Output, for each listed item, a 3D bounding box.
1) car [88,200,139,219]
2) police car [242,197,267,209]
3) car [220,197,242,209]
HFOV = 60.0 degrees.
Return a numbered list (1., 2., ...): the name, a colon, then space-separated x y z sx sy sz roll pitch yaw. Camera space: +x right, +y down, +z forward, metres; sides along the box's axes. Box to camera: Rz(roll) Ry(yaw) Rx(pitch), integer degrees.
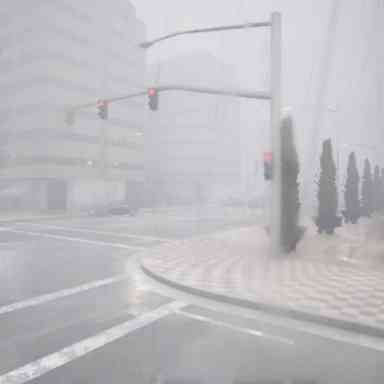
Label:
1. car: -6.765 1.494 29.116 2.128 1.511 4.902 0 0 35
2. police car: 9.287 1.515 45.643 2.038 1.542 4.974 0 0 35
3. car: 5.814 1.508 46.932 1.837 1.490 4.892 0 0 35
